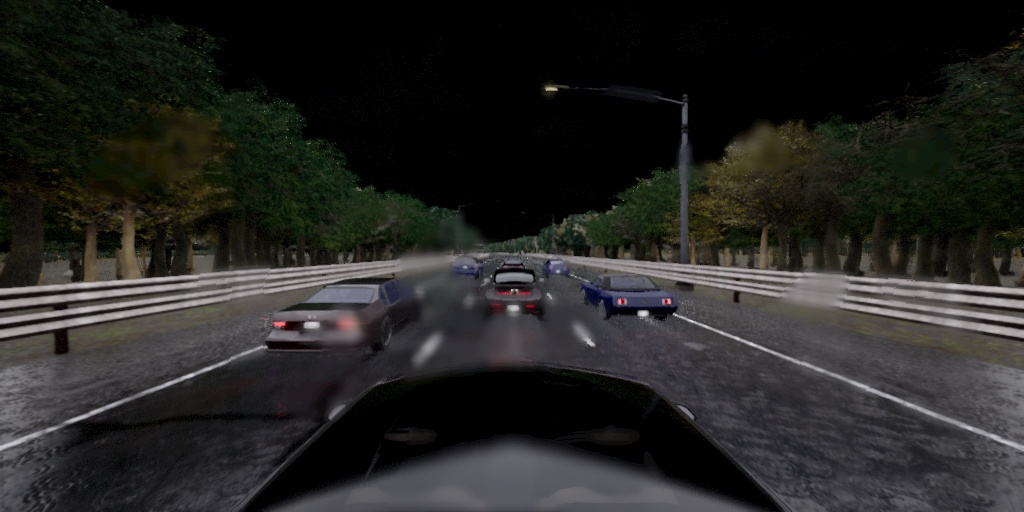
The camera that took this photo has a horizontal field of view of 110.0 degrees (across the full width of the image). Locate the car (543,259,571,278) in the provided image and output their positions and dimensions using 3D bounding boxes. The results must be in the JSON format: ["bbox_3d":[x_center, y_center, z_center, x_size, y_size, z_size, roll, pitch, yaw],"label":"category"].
[{"bbox_3d":[3.587,0.978,29.530,1.812,1.442,4.674,0,1,0],"label":"car"}]

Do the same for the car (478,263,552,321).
[{"bbox_3d":[0.080,1.148,11.998,1.837,1.490,4.892,0,1,0],"label":"car"}]

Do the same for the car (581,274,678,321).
[{"bbox_3d":[3.582,1.245,11.960,1.895,1.301,4.718,0,1,0],"label":"car"}]

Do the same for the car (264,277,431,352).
[{"bbox_3d":[-3.435,1.226,8.721,2.033,1.411,5.357,0,1,0],"label":"car"}]

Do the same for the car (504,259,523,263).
[{"bbox_3d":[0.086,0.954,28.559,2.128,1.511,4.902,0,1,0],"label":"car"}]

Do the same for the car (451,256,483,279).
[{"bbox_3d":[-3.416,0.817,28.328,2.097,1.767,4.553,0,1,0],"label":"car"}]
